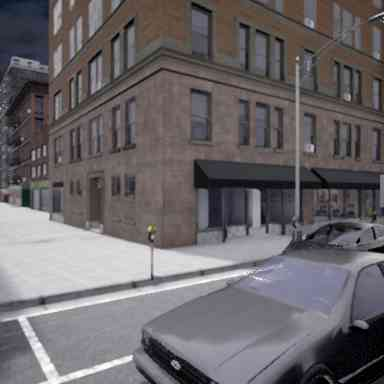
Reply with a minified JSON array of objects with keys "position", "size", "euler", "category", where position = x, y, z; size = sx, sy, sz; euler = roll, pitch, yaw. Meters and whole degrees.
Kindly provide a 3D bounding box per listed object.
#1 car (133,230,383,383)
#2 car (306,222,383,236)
[{"position":[1.947,1.554,4.648],"size":[5.357,1.411,2.033],"euler":[0,0,-36],"category":"car"},{"position":[4.561,1.581,9.799],"size":[4.313,1.339,1.947],"euler":[0,0,-36],"category":"car"}]
